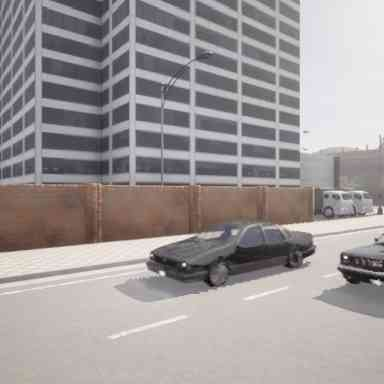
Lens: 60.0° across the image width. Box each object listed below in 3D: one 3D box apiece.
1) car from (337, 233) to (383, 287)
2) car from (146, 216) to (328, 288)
[{"bbox_3d":[5.661,1.601,8.369,4.718,1.301,1.895,0,0,-37],"label":"car"},{"bbox_3d":[1.404,1.547,9.512,5.357,1.411,2.033,0,0,-37],"label":"car"}]
